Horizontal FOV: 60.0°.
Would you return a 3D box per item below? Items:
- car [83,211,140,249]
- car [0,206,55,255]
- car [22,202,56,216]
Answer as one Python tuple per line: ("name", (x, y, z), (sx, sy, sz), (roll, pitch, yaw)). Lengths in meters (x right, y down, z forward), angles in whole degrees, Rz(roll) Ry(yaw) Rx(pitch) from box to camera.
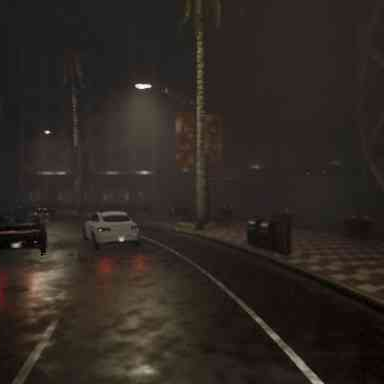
("car", (-3.621, 1.546, 14.673), (1.812, 1.442, 4.674), (0, 0, -25))
("car", (-6.671, 1.522, 12.995), (2.128, 1.511, 4.902), (0, 0, -24))
("car", (-13.213, 1.552, 27.890), (4.902, 1.511, 2.128), (0, 0, 42))
